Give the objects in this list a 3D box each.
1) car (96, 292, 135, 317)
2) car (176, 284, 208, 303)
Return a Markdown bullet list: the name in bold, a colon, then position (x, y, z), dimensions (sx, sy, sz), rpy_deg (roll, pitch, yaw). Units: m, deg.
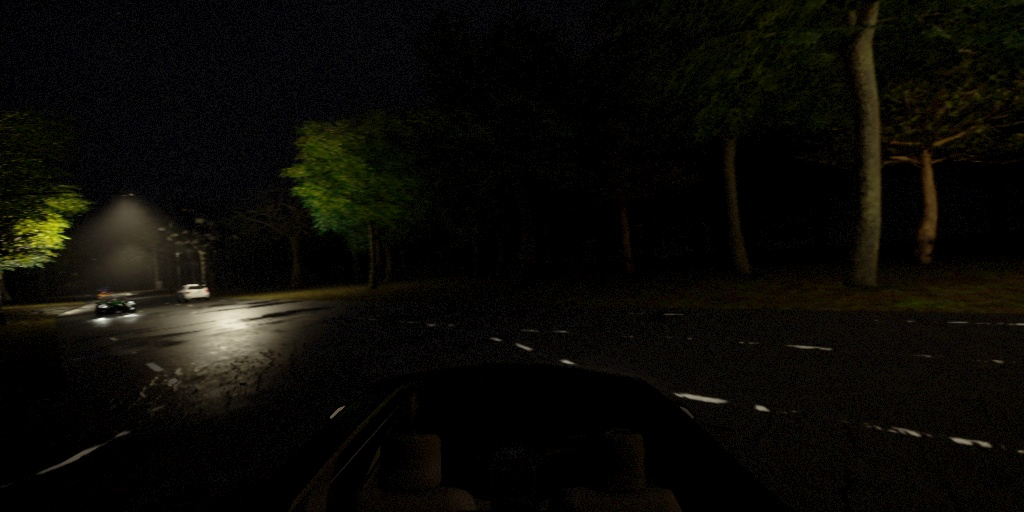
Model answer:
- **car**: position (-34.417, 4.208, 31.088), dimensions (4.553, 1.767, 2.097), rpy_deg (-5, -1, 38)
- **car**: position (-38.502, 4.499, 43.142), dimensions (5.566, 2.045, 2.150), rpy_deg (-5, -1, 38)
